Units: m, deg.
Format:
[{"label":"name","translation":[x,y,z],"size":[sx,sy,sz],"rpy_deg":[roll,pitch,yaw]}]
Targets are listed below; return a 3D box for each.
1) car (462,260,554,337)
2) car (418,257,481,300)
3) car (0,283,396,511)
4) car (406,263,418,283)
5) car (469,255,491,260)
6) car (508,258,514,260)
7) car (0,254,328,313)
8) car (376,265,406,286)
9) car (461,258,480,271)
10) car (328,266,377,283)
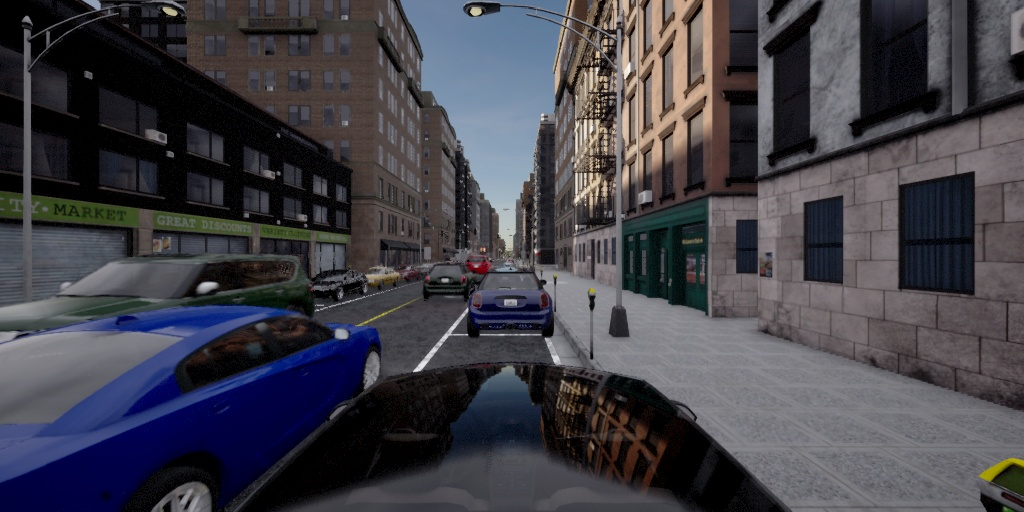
[{"label":"car","translation":[-0.033,1.102,10.470],"size":[2.097,1.767,4.553],"rpy_deg":[0,0,0]},{"label":"car","translation":[-2.922,1.101,17.807],"size":[2.097,1.767,4.553],"rpy_deg":[0,0,0]},{"label":"car","translation":[-2.922,1.228,3.529],"size":[1.882,1.535,5.008],"rpy_deg":[0,-1,0]},{"label":"car","translation":[-8.408,1.331,28.044],"size":[1.802,1.307,4.207],"rpy_deg":[0,0,0]},{"label":"car","translation":[-3.020,0.969,33.036],"size":[2.150,2.045,5.566],"rpy_deg":[0,0,0]},{"label":"car","translation":[-0.383,1.269,39.031],"size":[1.751,1.417,4.829],"rpy_deg":[0,0,0]},{"label":"car","translation":[-5.868,0.971,6.440],"size":[2.150,2.045,5.566],"rpy_deg":[0,0,0]},{"label":"car","translation":[-8.408,1.275,22.461],"size":[1.751,1.417,4.829],"rpy_deg":[0,0,0]},{"label":"car","translation":[-5.770,1.154,50.125],"size":[2.097,1.767,4.553],"rpy_deg":[0,0,0]},{"label":"car","translation":[-8.408,1.315,17.218],"size":[1.948,1.339,4.313],"rpy_deg":[0,0,0]}]
